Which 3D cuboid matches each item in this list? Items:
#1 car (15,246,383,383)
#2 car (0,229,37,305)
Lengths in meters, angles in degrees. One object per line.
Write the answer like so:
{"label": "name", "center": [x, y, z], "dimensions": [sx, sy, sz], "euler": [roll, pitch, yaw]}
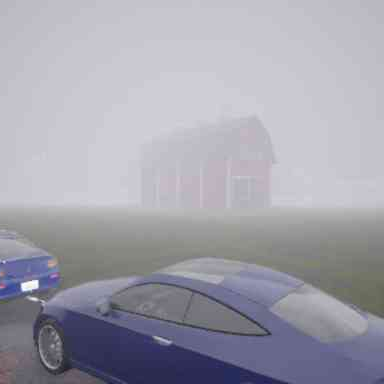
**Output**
{"label": "car", "center": [0.010, 1.554, 3.954], "dimensions": [4.674, 1.442, 1.812], "euler": [0, 0, 36]}
{"label": "car", "center": [-4.842, 1.563, 7.483], "dimensions": [4.674, 1.442, 1.812], "euler": [0, 0, 36]}
